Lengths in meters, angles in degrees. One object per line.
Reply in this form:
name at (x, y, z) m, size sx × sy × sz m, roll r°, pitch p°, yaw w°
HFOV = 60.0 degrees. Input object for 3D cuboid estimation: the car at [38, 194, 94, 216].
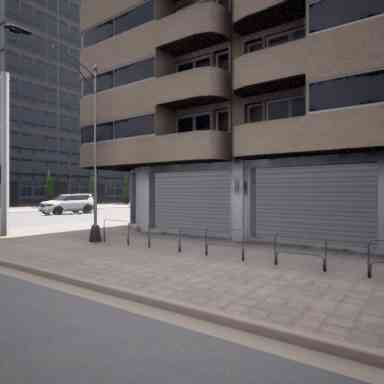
car at (-12.436, 1.214, 33.378) m, size 2.150 × 2.045 × 5.566 m, roll 0°, pitch 1°, yaw 36°
